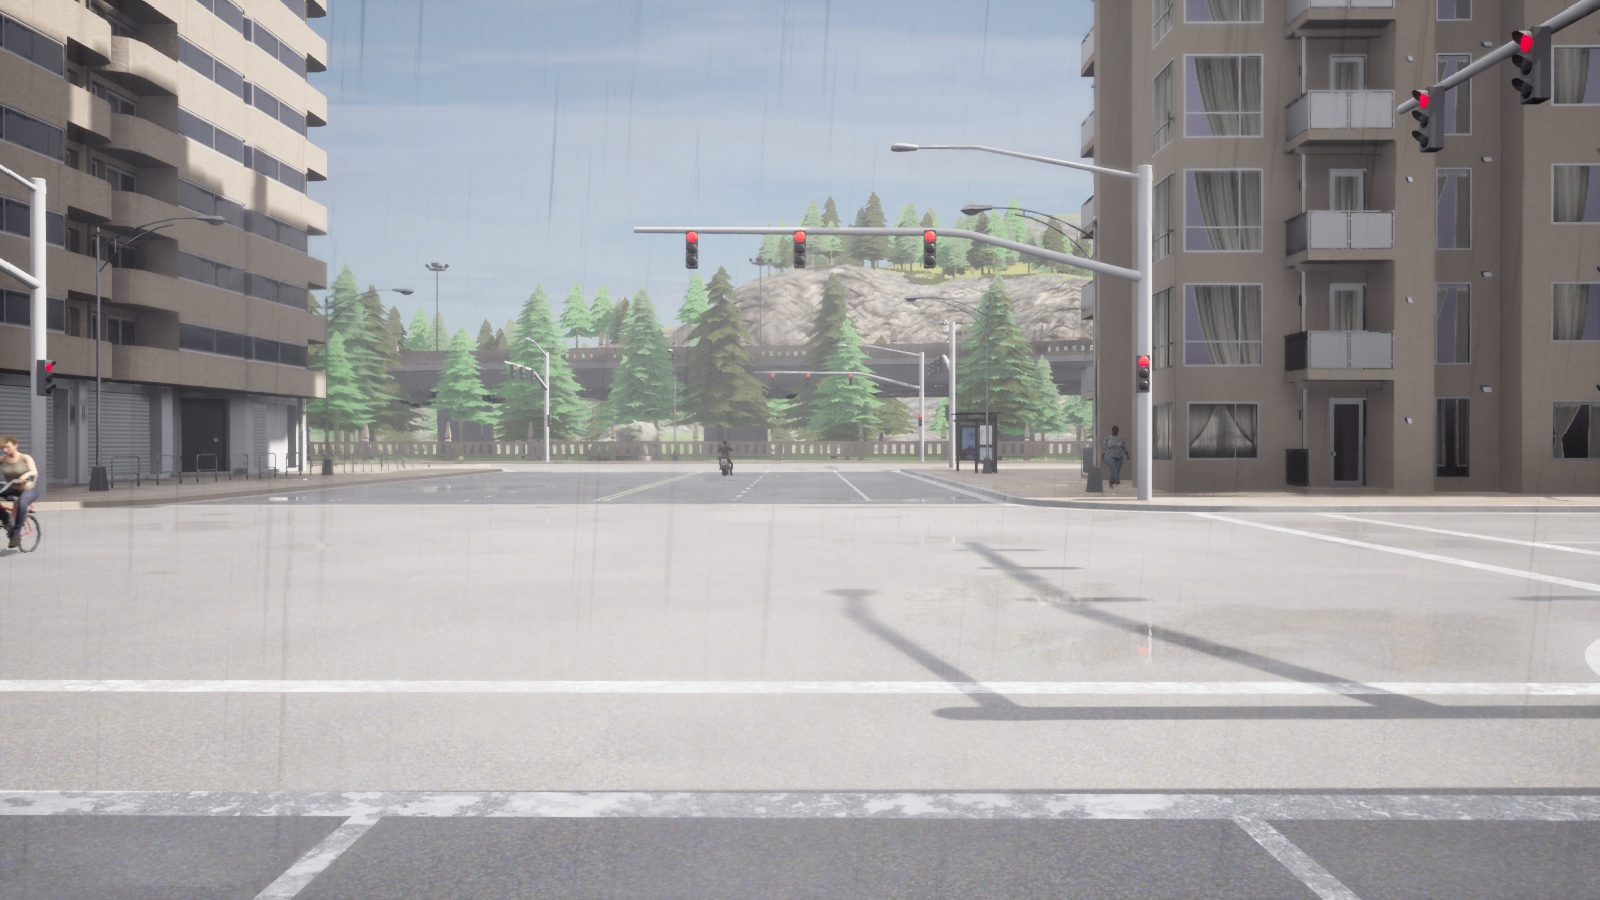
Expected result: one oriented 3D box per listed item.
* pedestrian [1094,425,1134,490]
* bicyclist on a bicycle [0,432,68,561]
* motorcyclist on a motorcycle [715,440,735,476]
[{"bbox_3d":[9.053,0.208,36.205,0.874,1.855,0.900,0,0,-4],"label":"pedestrian"},{"bbox_3d":[-10.476,0.582,16.483,0.866,1.612,1.509,0,0,0],"label":"bicyclist on a bicycle"},{"bbox_3d":[-3.437,0.367,57.900,0.766,1.649,2.350,0,0,0],"label":"motorcyclist on a motorcycle"}]
